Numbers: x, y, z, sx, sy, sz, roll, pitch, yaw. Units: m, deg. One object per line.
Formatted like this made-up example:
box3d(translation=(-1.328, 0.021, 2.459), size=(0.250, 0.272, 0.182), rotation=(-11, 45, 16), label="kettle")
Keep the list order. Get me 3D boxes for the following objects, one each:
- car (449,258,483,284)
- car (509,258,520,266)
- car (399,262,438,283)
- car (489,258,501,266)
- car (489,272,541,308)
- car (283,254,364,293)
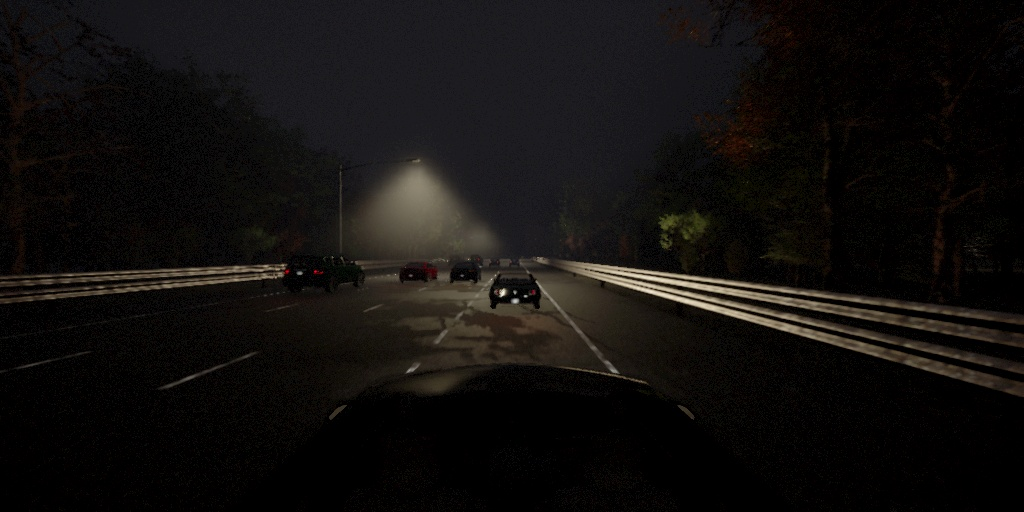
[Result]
box3d(translation=(-3.337, 1.159, 26.614), size=(1.882, 1.535, 5.008), rotation=(0, 0, 0), label="car")
box3d(translation=(0.447, 1.131, 64.623), size=(2.033, 1.411, 5.357), rotation=(0, 0, 0), label="car")
box3d(translation=(-6.837, 1.159, 26.726), size=(1.882, 1.535, 5.008), rotation=(0, 0, 0), label="car")
box3d(translation=(-3.053, 1.131, 64.584), size=(2.033, 1.411, 5.357), rotation=(0, 0, 0), label="car")
box3d(translation=(0.120, 1.314, 14.971), size=(1.895, 1.301, 4.718), rotation=(0, 0, 0), label="car")
box3d(translation=(-10.364, 0.923, 20.204), size=(2.150, 2.045, 5.566), rotation=(0, 0, 0), label="car")
